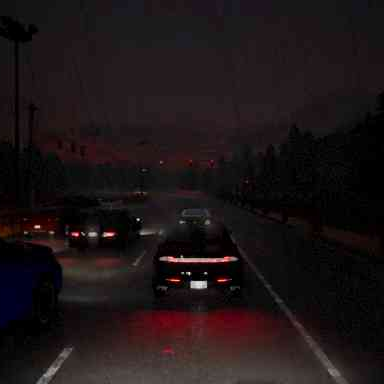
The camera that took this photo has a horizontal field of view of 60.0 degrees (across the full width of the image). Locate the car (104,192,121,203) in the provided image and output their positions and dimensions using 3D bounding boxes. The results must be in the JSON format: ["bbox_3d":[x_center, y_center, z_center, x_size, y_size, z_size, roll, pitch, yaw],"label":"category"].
[{"bbox_3d":[-13.755,1.122,55.407,1.812,1.442,4.674,0,0,1],"label":"car"}]

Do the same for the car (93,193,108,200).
[{"bbox_3d":[-20.542,0.929,74.950,1.882,1.535,5.008,0,0,0],"label":"car"}]

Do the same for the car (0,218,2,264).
[{"bbox_3d":[-6.876,1.513,8.167,1.994,1.385,4.181,0,0,1],"label":"car"}]

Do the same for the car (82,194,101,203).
[{"bbox_3d":[-17.232,1.146,57.376,1.994,1.385,4.181,0,0,1],"label":"car"}]

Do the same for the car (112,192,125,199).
[{"bbox_3d":[-17.026,0.787,77.485,2.097,1.767,4.553,0,0,0],"label":"car"}]

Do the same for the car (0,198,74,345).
[{"bbox_3d":[-3.385,1.205,3.563,2.150,2.045,5.566,0,0,0],"label":"car"}]

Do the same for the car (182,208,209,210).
[{"bbox_3d":[0.186,1.478,17.747,1.895,1.301,4.718,0,0,0],"label":"car"}]

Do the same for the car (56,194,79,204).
[{"bbox_3d":[-20.740,1.072,55.675,1.882,1.535,5.008,0,0,2],"label":"car"}]

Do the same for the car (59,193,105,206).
[{"bbox_3d":[-13.167,1.211,38.840,4.902,1.511,2.128,0,1,-31],"label":"car"}]

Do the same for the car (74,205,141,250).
[{"bbox_3d":[-3.339,1.455,13.737,2.033,1.411,5.357,0,0,0],"label":"car"}]

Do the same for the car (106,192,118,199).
[{"bbox_3d":[-20.476,0.852,85.169,1.882,1.535,5.008,0,0,0],"label":"car"}]

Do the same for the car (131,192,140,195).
[{"bbox_3d":[-13.545,0.978,74.491,1.812,1.442,4.674,0,0,0],"label":"car"}]

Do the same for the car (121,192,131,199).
[{"bbox_3d":[-13.649,1.055,64.470,1.812,1.442,4.674,0,0,1],"label":"car"}]

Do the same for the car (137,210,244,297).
[{"bbox_3d":[0.132,1.439,8.417,2.128,1.511,4.902,0,0,0],"label":"car"}]

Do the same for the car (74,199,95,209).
[{"bbox_3d":[-6.831,1.360,17.152,1.882,1.535,5.008,0,0,0],"label":"car"}]

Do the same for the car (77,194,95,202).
[{"bbox_3d":[-20.621,1.126,65.009,1.895,1.301,4.718,0,0,1],"label":"car"}]

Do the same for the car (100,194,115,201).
[{"bbox_3d":[-17.092,1.071,67.352,1.994,1.385,4.181,0,0,0],"label":"car"}]
